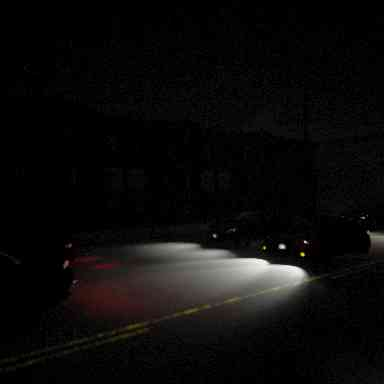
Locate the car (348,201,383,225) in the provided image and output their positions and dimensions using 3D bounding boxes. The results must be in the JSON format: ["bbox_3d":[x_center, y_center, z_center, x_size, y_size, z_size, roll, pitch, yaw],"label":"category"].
[{"bbox_3d":[11.102,1.368,20.652,4.892,1.490,1.837,0,0,-36],"label":"car"}]

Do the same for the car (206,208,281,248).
[{"bbox_3d":[2.787,1.456,14.650,4.674,1.442,1.812,0,0,-36],"label":"car"}]

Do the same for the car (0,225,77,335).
[{"bbox_3d":[-4.386,1.498,5.145,4.902,1.511,2.128,0,0,-35],"label":"car"}]

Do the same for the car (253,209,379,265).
[{"bbox_3d":[4.371,1.498,11.501,4.181,1.385,1.994,0,0,-37],"label":"car"}]
